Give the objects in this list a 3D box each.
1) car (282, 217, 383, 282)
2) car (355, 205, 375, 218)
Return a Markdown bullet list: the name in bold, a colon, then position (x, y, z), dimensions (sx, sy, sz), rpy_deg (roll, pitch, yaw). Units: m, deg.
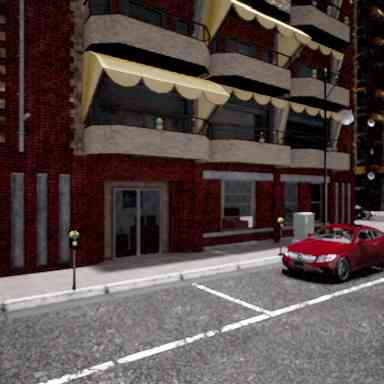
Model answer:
- **car**: position (4.474, 1.613, 9.805), dimensions (4.206, 1.307, 1.802), rpy_deg (0, 0, -35)
- **car**: position (15.412, 1.913, 32.853), dimensions (2.128, 1.511, 4.902), rpy_deg (0, -1, -36)
